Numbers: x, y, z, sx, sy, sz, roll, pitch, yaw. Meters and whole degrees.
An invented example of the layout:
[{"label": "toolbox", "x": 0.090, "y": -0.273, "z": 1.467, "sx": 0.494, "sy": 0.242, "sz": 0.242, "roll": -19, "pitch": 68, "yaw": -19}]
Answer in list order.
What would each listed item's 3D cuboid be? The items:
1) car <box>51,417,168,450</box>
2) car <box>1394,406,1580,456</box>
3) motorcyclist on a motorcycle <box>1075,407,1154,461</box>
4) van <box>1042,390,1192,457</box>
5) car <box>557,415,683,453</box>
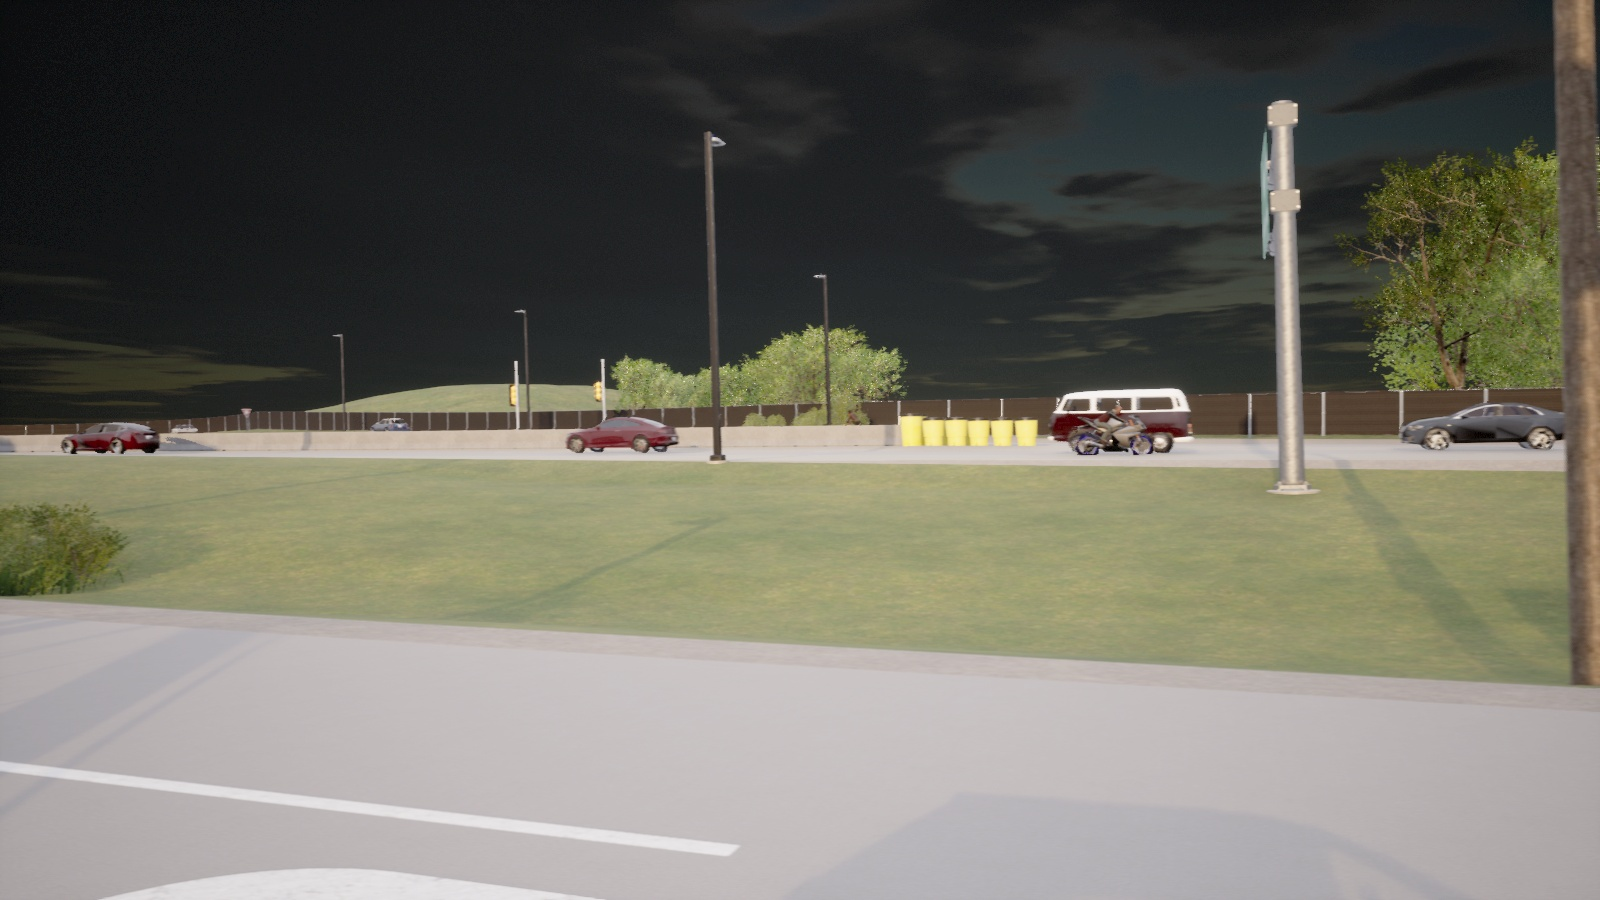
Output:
[{"label": "car", "x": -32.482, "y": -0.781, "z": 59.109, "sx": 4.792, "sy": 1.488, "sz": 2.163, "roll": 0, "pitch": 1, "yaw": 20}, {"label": "car", "x": 21.692, "y": -0.606, "z": 39.876, "sx": 4.902, "sy": 1.511, "sz": 2.128, "roll": 0, "pitch": 1, "yaw": 20}, {"label": "motorcyclist on a motorcycle", "x": 9.241, "y": -0.471, "z": 36.872, "sx": 2.191, "sy": 1.530, "sz": 0.866, "roll": 0, "pitch": 1, "yaw": 20}, {"label": "van", "x": 10.180, "y": -0.830, "z": 40.248, "sx": 4.480, "sy": 2.038, "sz": 2.069, "roll": 0, "pitch": 1, "yaw": 20}, {"label": "car", "x": -7.184, "y": -0.645, "z": 50.130, "sx": 4.674, "sy": 1.442, "sz": 1.812, "roll": 0, "pitch": 1, "yaw": 20}]
